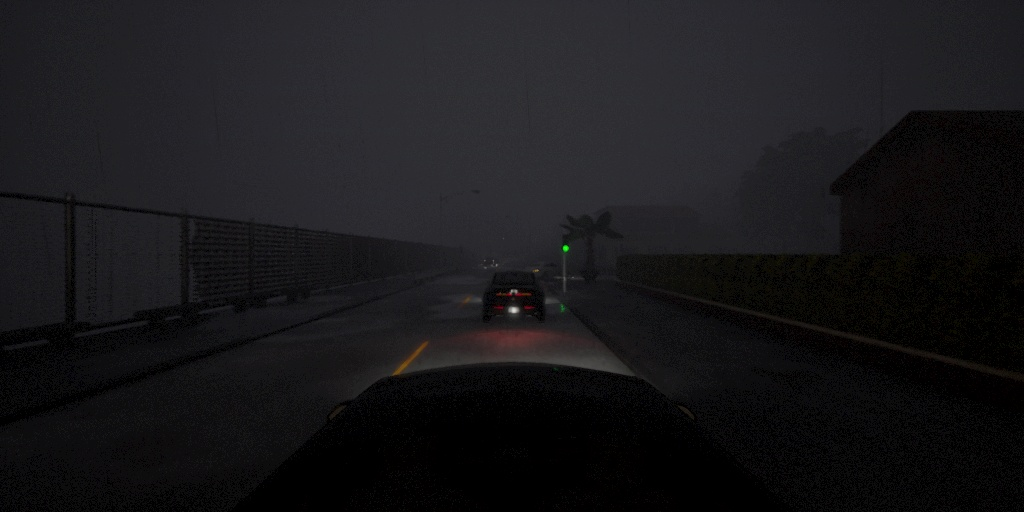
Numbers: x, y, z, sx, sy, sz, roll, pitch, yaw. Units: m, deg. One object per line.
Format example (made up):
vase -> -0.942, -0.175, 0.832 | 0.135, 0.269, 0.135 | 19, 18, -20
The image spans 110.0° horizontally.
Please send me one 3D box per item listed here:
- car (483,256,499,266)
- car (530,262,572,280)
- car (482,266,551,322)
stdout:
car -> -3.995, 0.899, 64.931 | 2.097, 1.767, 4.553 | 0, 0, 1
car -> 2.816, 1.190, 28.387 | 4.674, 1.442, 1.812 | 0, -1, -45
car -> 0.069, 1.220, 12.021 | 1.837, 1.490, 4.892 | 0, 0, 0
